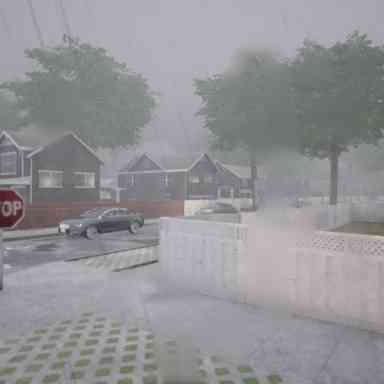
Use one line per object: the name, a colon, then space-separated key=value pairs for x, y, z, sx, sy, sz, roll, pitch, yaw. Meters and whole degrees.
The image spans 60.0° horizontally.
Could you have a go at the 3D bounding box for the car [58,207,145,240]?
car: x=-4.655 y=1.564 z=17.686 sx=2.128 sy=1.511 sz=4.902 roll=0 pitch=0 yaw=36

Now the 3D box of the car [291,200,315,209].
car: x=15.094 y=1.833 z=44.998 sx=2.033 sy=1.411 sz=5.357 roll=0 pitch=0 yaw=36

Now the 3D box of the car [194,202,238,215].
car: x=2.002 y=1.641 z=26.945 sx=1.837 sy=1.490 sz=4.892 roll=0 pitch=1 yaw=36
